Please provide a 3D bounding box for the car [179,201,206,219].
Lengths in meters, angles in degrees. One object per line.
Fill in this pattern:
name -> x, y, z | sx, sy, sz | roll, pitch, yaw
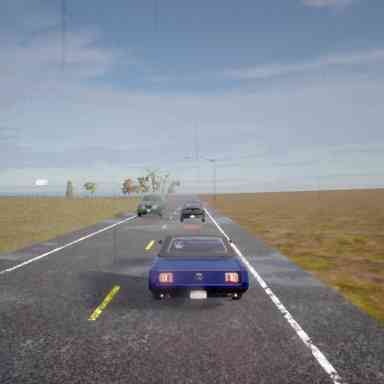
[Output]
car -> 0.052, 1.510, 26.290 | 1.837, 1.490, 4.892 | 0, 0, 0

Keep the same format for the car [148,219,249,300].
car -> 0.088, 1.603, 8.345 | 1.895, 1.301, 4.718 | 0, 0, -1

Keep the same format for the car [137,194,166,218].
car -> -3.653, 1.226, 30.757 | 2.150, 2.045, 5.566 | 0, 0, 0
